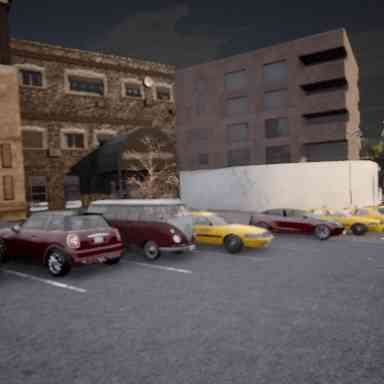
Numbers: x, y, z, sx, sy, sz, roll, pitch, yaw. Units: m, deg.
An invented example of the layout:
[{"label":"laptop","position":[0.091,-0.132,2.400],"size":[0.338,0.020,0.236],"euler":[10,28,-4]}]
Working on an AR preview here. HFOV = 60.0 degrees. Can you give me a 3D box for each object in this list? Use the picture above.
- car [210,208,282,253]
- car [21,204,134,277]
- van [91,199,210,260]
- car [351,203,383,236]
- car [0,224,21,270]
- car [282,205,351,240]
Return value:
[{"label":"car","position":[0.672,1.500,13.856],"size":[5.366,1.575,1.946],"euler":[-1,-1,34]},{"label":"car","position":[-4.327,1.370,10.450],"size":[4.553,1.767,2.185],"euler":[-1,-1,35]},{"label":"van","position":[-1.818,1.269,12.153],"size":[4.442,1.987,1.878],"euler":[-1,-1,35]},{"label":"car","position":[7.955,1.559,19.098],"size":[5.366,1.575,1.946],"euler":[-1,-1,34]},{"label":"car","position":[-6.782,1.541,8.725],"size":[4.674,1.452,2.002],"euler":[-1,0,35]},{"label":"car","position":[5.402,1.569,17.437],"size":[4.792,1.488,2.163],"euler":[-1,-1,34]}]
